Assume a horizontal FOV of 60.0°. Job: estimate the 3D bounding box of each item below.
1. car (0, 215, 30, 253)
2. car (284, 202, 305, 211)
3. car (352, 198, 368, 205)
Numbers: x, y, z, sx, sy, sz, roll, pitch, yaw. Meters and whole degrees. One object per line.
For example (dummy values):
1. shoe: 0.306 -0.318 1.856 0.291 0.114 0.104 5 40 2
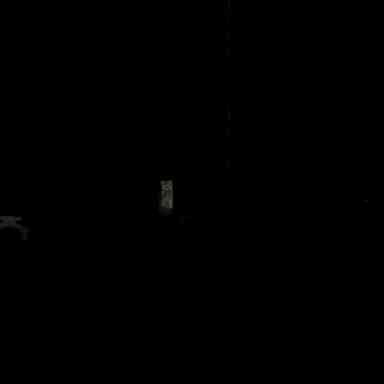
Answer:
1. car: -8.737 1.276 11.638 2.150 2.045 5.566 -1 -1 36
2. car: 15.062 2.058 49.191 1.895 1.301 4.718 -1 -1 36
3. car: 38.814 2.124 77.475 2.097 1.767 4.553 -1 -1 36
